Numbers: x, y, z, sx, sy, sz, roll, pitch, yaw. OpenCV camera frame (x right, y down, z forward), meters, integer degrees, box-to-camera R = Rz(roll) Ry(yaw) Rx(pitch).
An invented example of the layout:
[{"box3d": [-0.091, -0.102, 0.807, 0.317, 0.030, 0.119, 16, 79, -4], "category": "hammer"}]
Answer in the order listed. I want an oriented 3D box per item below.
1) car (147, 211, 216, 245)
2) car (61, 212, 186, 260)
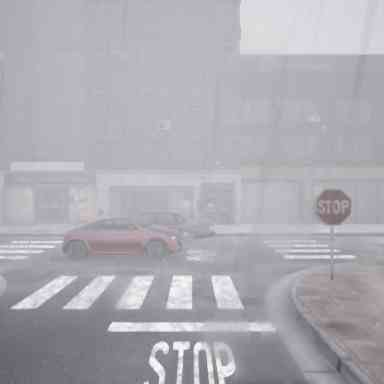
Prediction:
[{"box3d": [-1.631, 1.556, 14.930, 5.357, 1.411, 2.033, 0, 0, 0], "category": "car"}, {"box3d": [-2.435, 1.580, 11.981, 4.181, 1.385, 1.994, 0, 0, 0], "category": "car"}]
